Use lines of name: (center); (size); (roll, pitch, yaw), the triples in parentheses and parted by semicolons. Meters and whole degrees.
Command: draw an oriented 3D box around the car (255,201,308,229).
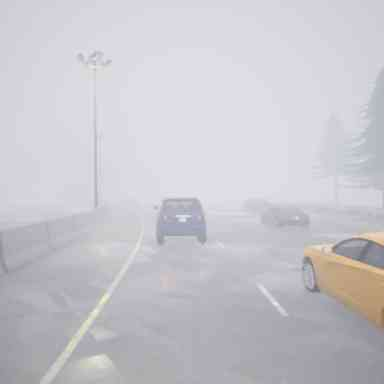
car: (5.868, 1.503, 21.535); (1.994, 1.385, 4.181); (0, 0, -8)

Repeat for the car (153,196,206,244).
car: (-0.665, 1.231, 16.217); (2.150, 2.045, 5.566); (0, 0, -6)

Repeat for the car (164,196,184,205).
car: (-3.225, 1.534, 59.275); (2.128, 1.511, 4.902); (0, 0, -21)

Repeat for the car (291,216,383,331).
car: (3.582, 1.439, 5.818); (1.882, 1.535, 5.008); (0, 0, -2)

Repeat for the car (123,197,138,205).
car: (-11.204, 1.678, 60.593); (2.033, 1.411, 5.357); (-1, 0, -22)

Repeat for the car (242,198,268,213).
car: (6.963, 1.435, 35.947); (1.837, 1.490, 4.892); (0, 0, -12)

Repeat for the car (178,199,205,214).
car: (-0.163, 1.512, 36.165); (1.837, 1.490, 4.892); (1, 0, -13)
